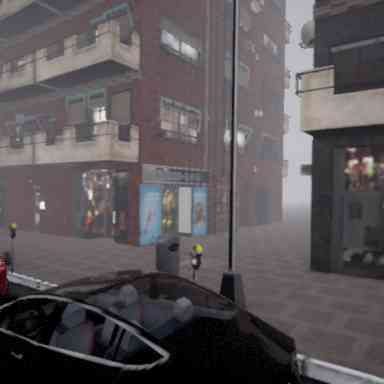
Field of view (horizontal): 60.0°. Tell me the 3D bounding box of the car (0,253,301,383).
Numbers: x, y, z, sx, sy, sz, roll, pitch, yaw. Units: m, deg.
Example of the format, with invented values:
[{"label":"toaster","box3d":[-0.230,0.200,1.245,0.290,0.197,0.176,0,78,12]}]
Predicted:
[{"label":"car","box3d":[-1.041,1.554,3.605,4.313,1.339,1.947,0,1,36]}]
